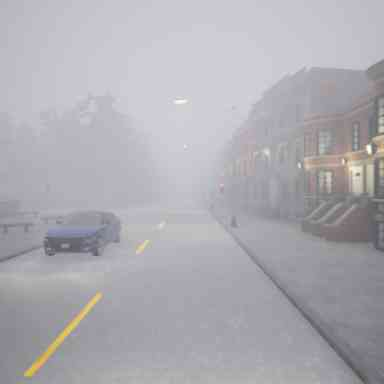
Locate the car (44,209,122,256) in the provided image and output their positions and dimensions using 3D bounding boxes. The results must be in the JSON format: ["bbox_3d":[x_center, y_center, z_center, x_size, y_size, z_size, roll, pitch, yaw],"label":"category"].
[{"bbox_3d":[-4.106,1.471,13.247,1.882,1.535,5.008,0,0,0],"label":"car"}]
